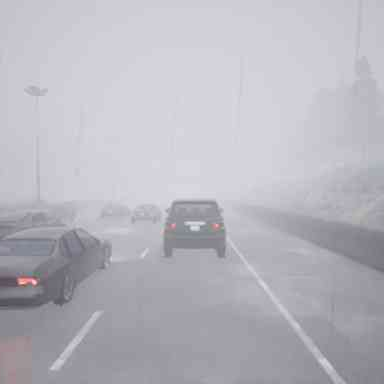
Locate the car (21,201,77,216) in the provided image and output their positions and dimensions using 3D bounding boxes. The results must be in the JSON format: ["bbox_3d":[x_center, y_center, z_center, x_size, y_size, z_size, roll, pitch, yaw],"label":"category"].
[{"bbox_3d":[-10.415,1.602,25.120,2.033,1.411,5.357,0,0,0],"label":"car"}]

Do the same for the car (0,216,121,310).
[{"bbox_3d":[-3.405,1.566,8.111,2.033,1.411,5.357,0,0,0],"label":"car"}]

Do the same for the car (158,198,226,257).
[{"bbox_3d":[0.092,1.251,13.254,2.150,2.045,5.566,0,0,0],"label":"car"}]

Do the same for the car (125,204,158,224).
[{"bbox_3d":[-3.415,1.603,25.359,2.033,1.411,5.357,0,0,0],"label":"car"}]

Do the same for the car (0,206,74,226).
[{"bbox_3d":[-6.909,1.536,14.043,1.837,1.490,4.892,0,0,0],"label":"car"}]

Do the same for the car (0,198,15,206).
[{"bbox_3d":[-24.599,1.626,45.865,1.812,1.442,4.674,0,0,0],"label":"car"}]

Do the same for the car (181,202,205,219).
[{"bbox_3d":[0.082,1.631,30.262,1.994,1.385,4.181,0,0,0],"label":"car"}]

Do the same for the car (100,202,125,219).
[{"bbox_3d":[-6.918,1.631,30.276,1.994,1.385,4.181,0,0,0],"label":"car"}]

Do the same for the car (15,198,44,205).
[{"bbox_3d":[-21.104,1.604,44.374,1.837,1.490,4.892,0,-1,0],"label":"car"}]
